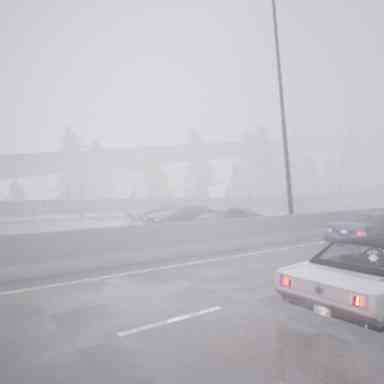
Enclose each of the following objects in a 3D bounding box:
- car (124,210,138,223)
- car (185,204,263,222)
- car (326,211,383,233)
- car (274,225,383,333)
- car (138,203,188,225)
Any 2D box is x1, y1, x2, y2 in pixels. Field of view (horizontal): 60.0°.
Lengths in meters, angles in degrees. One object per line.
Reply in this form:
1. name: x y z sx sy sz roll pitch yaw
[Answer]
1. car: -2.120 1.471 23.980 5.357 1.411 2.033 0 0 -35
2. car: 2.062 1.488 18.363 4.181 1.385 1.994 0 0 -35
3. car: 7.494 1.463 13.401 5.357 1.411 2.033 0 0 -36
4. car: 3.848 1.559 6.495 4.718 1.301 1.895 0 0 -36
5. car: -0.347 1.474 20.947 5.357 1.411 2.033 0 0 -36
